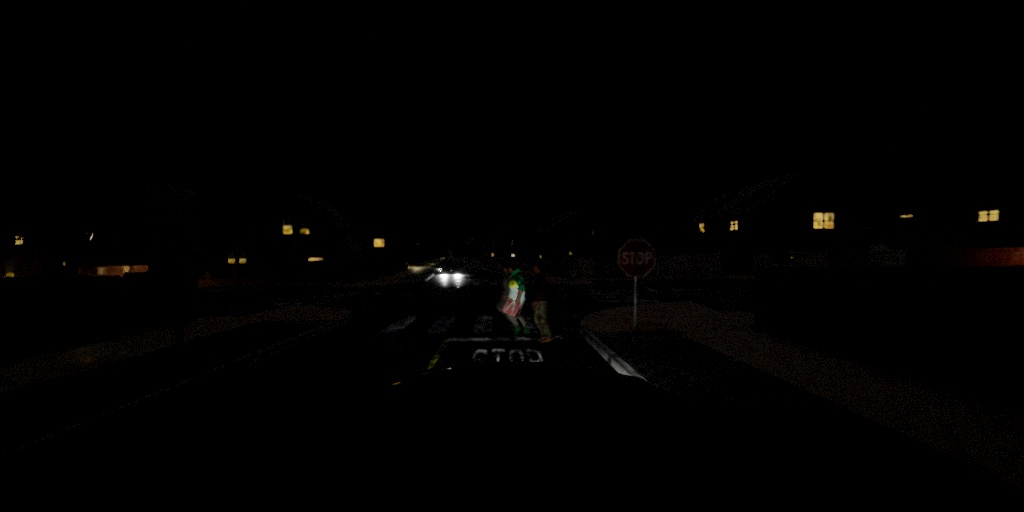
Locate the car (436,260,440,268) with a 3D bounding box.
[{"bbox_3d":[-10.856,1.202,56.639,1.994,1.385,4.181,0,0,-16],"label":"car"}]

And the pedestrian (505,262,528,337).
[{"bbox_3d":[0.099,1.000,8.675,0.375,1.860,0.375,-1,1,-2],"label":"pedestrian"}]

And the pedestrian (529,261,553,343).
[{"bbox_3d":[0.641,1.003,8.001,0.375,1.860,0.375,-1,1,-2],"label":"pedestrian"}]

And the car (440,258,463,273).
[{"bbox_3d":[-6.863,1.229,40.174,1.895,1.301,4.718,0,0,-11],"label":"car"}]

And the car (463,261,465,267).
[{"bbox_3d":[-9.271,1.169,61.280,2.033,1.411,5.357,0,0,-18],"label":"car"}]

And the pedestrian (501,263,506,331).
[{"bbox_3d":[-0.032,0.996,9.337,0.375,1.860,0.375,-1,1,-2],"label":"pedestrian"}]
